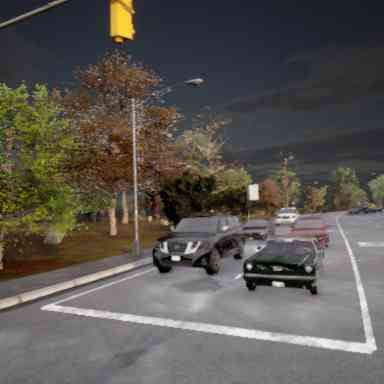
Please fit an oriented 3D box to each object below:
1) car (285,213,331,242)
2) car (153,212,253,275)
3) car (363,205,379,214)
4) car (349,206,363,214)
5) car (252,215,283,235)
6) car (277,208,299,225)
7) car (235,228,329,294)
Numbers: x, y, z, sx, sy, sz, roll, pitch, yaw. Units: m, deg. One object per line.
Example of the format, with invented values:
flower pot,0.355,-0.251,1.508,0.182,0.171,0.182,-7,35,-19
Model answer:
car,6.725,2.205,18.798,1.882,1.535,5.008,-3,-3,23
car,0.568,1.891,13.384,2.150,2.045,5.566,-3,-3,24
car,42.595,4.390,79.084,1.837,1.490,4.892,-4,-4,35
car,39.350,4.660,80.504,1.895,1.301,4.718,-4,-4,35
car,4.616,2.550,22.779,2.033,1.411,5.357,-3,-3,22
car,11.208,2.843,38.631,2.150,2.045,5.566,-3,-4,23
car,2.995,2.026,10.185,1.895,1.301,4.718,-3,-3,24
